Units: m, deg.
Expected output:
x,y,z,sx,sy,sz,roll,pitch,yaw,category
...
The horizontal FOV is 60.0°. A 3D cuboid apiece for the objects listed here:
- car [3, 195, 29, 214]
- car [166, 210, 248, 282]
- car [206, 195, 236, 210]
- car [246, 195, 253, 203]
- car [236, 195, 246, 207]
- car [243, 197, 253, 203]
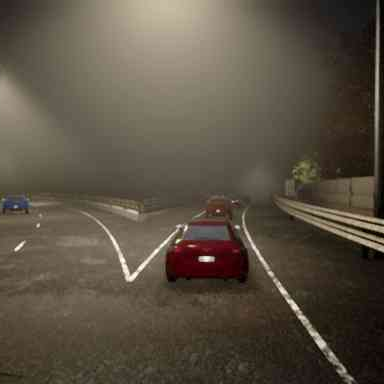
x,y,z,sx,sy,sz,roll,pitch,yaw,category
-15.853,1.042,29.962,1.882,1.535,5.008,0,1,-28,car
0.446,1.427,9.401,1.994,1.385,4.181,0,1,3,car
2.154,1.113,25.098,1.882,1.535,5.008,0,1,8,car
10.480,1.391,65.122,1.882,1.535,5.008,0,-2,14,car
4.835,1.001,38.632,2.033,1.411,5.357,0,0,12,car
12.120,1.776,71.976,1.895,1.301,4.718,0,-3,14,car
